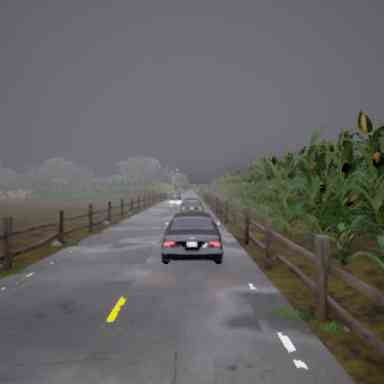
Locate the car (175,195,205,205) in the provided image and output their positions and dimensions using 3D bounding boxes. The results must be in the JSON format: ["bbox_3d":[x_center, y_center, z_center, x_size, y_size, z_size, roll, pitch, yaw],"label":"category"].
[{"bbox_3d":[0.013,1.178,26.239,2.033,1.411,5.357,0,1,1],"label":"car"}]

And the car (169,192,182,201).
[{"bbox_3d":[-2.836,0.704,57.797,2.128,1.511,4.902,0,1,0],"label":"car"}]

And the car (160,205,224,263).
[{"bbox_3d":[0.019,1.384,11.239,2.033,1.411,5.357,0,1,1],"label":"car"}]
